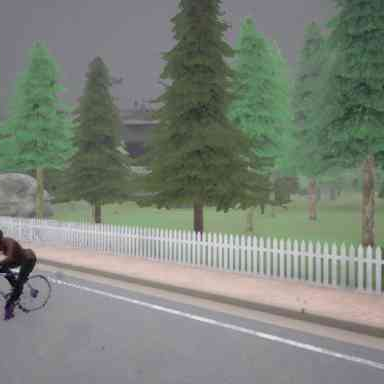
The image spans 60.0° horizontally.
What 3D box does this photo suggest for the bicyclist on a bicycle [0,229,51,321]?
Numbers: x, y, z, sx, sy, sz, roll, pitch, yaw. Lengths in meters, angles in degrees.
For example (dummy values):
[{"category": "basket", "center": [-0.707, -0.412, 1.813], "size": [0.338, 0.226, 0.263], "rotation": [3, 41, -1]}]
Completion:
[{"category": "bicyclist on a bicycle", "center": [-3.239, 1.448, 5.826], "size": [0.582, 1.620, 1.656], "rotation": [0, 2, 35]}]
